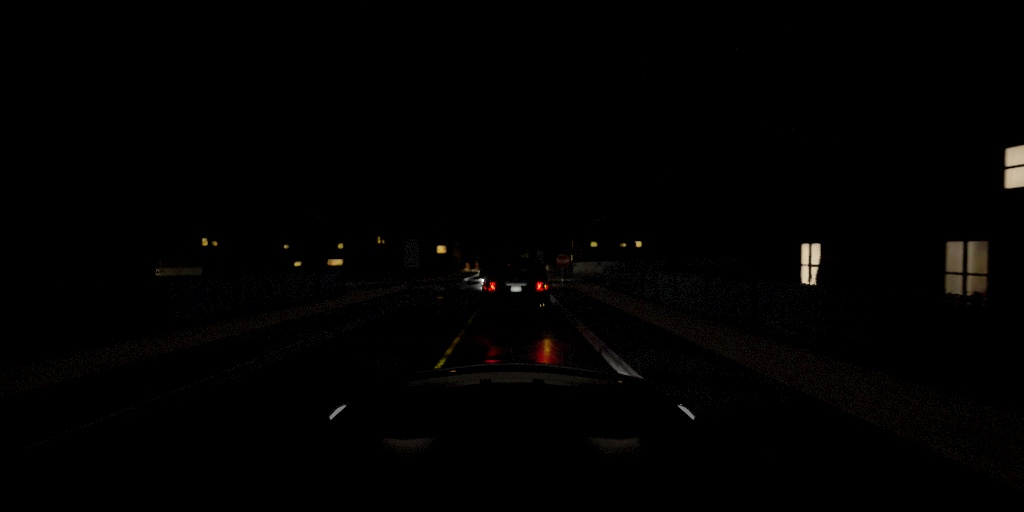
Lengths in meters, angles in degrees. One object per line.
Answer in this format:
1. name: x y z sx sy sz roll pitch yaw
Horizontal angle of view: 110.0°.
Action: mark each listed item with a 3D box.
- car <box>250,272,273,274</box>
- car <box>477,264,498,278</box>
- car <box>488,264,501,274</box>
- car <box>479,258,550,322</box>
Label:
1. car: -20.248 2.001 29.623 4.718 1.301 1.895 -1 1 0
2. car: -2.753 1.743 42.068 2.128 1.511 4.902 0 -1 0
3. car: -2.709 1.977 56.257 1.812 1.442 4.674 0 -1 0
4. car: 0.124 1.102 13.138 2.150 2.045 5.566 0 -1 0
